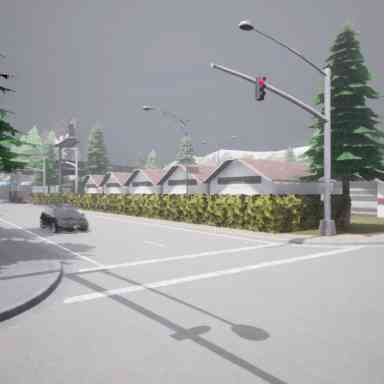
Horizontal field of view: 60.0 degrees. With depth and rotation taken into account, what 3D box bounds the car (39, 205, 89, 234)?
[{"bbox_3d":[-7.612,1.586,19.579,1.837,1.490,4.892,0,2,-37],"label":"car"}]
